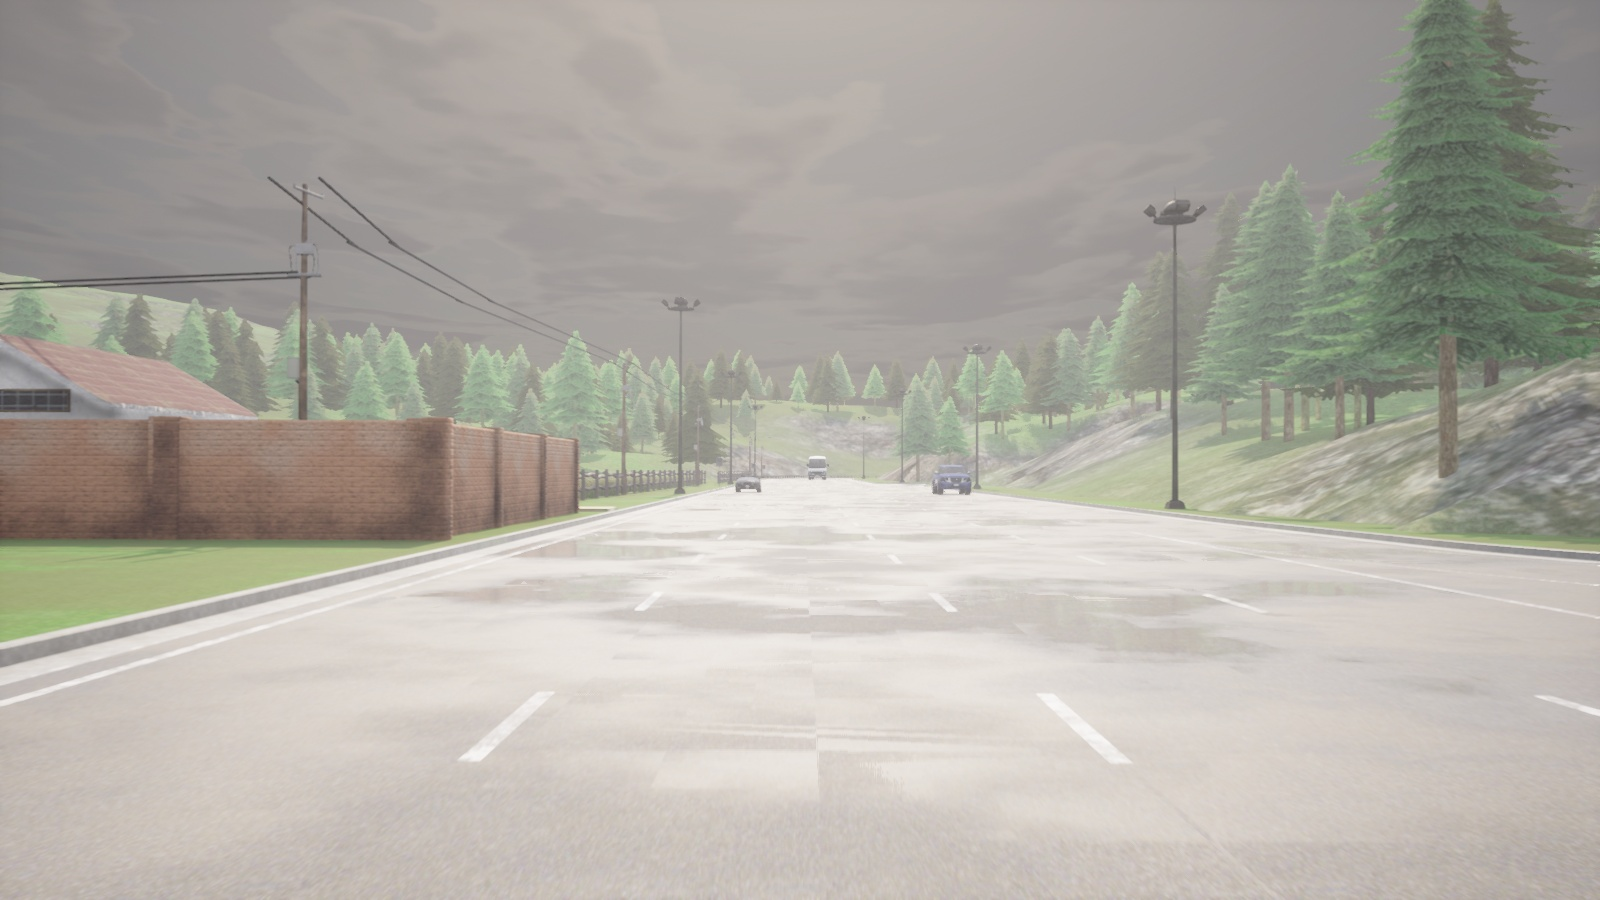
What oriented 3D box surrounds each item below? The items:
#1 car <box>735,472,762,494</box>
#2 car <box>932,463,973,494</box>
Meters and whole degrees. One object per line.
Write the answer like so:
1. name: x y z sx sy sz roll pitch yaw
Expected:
1. car: -3.688 2.355 90.327 1.816 1.474 4.193 0 -1 0
2. car: 10.315 1.920 85.297 2.150 2.045 5.566 0 -1 0
